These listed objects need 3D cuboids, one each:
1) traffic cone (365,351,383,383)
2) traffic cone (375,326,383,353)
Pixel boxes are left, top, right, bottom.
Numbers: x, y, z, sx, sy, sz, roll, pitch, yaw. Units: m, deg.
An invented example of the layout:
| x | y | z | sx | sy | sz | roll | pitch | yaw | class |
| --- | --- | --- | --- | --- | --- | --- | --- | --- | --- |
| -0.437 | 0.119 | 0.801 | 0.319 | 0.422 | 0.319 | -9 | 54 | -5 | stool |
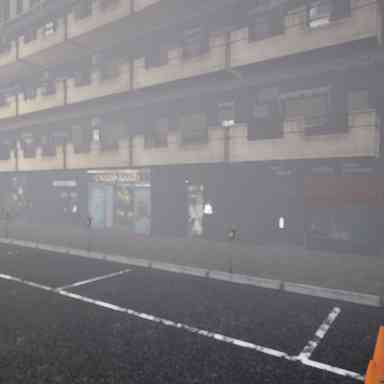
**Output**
| x | y | z | sx | sy | sz | roll | pitch | yaw | class |
| --- | --- | --- | --- | --- | --- | --- | --- | --- | --- |
| 1.780 | 1.956 | 3.276 | 0.340 | 0.580 | 0.340 | 0 | 0 | 34 | traffic cone |
| 2.347 | 1.956 | 4.099 | 0.340 | 0.580 | 0.340 | 0 | 0 | 34 | traffic cone |
